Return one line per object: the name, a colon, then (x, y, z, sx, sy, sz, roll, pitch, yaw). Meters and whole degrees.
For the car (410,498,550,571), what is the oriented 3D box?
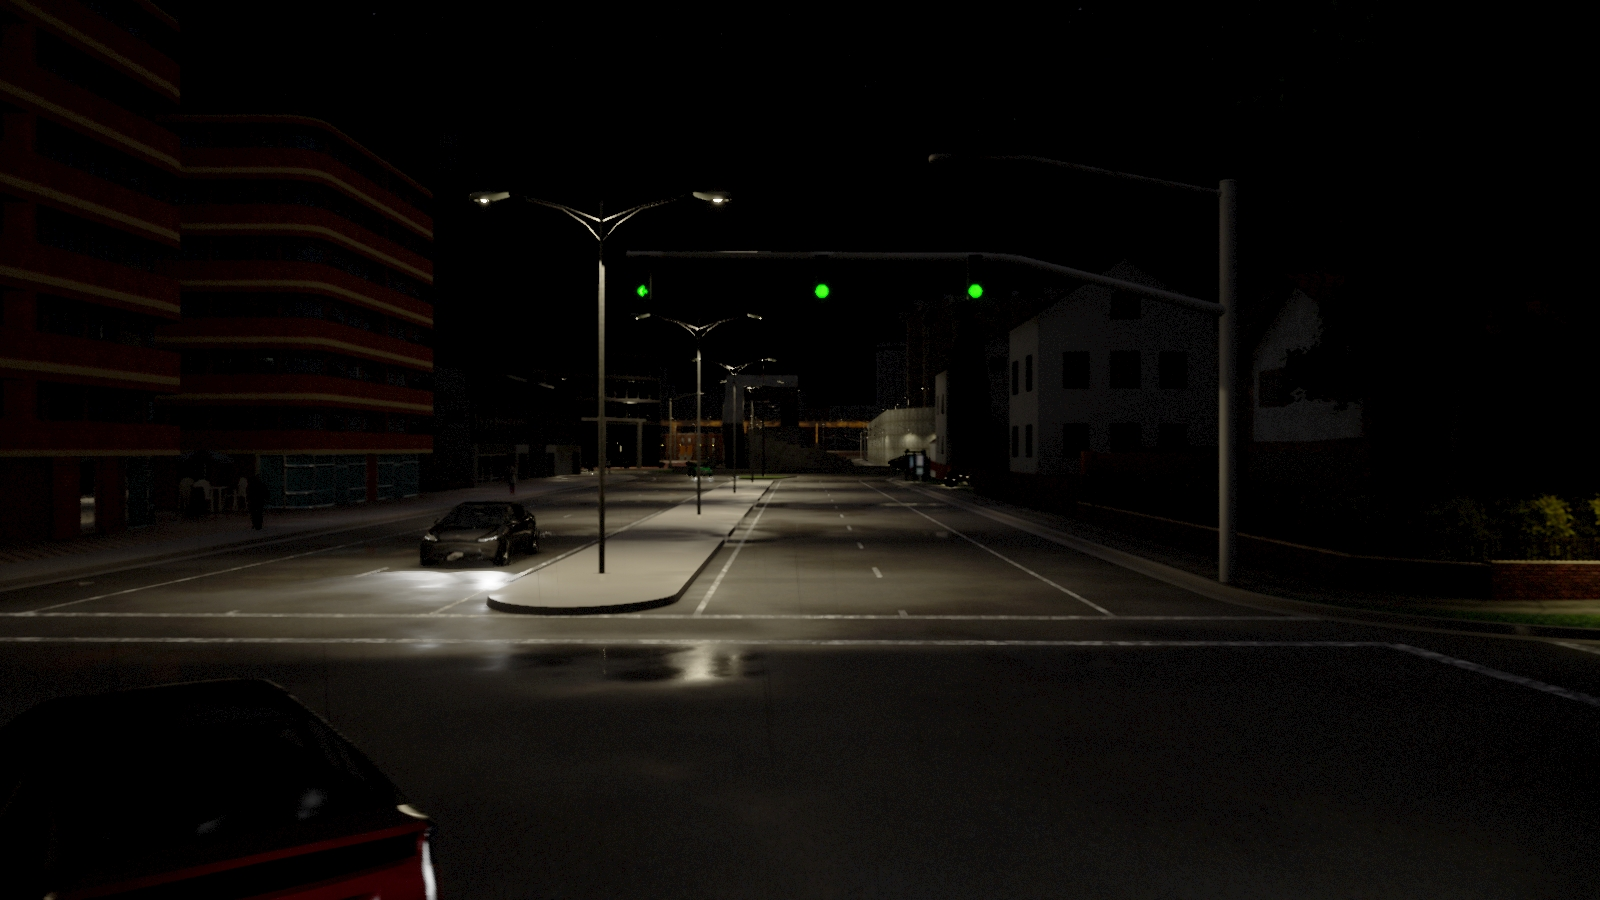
car: (-7.959, 2.053, 28.937, 2.163, 1.488, 4.792, 0, 0, 0)

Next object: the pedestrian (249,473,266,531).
pedestrian: (-17.667, 1.684, 37.198, 0.375, 1.860, 0.375, 0, 0, -5)

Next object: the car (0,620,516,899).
car: (-3.435, 2.037, 6.189, 2.007, 1.525, 4.514, 0, 0, -38)
